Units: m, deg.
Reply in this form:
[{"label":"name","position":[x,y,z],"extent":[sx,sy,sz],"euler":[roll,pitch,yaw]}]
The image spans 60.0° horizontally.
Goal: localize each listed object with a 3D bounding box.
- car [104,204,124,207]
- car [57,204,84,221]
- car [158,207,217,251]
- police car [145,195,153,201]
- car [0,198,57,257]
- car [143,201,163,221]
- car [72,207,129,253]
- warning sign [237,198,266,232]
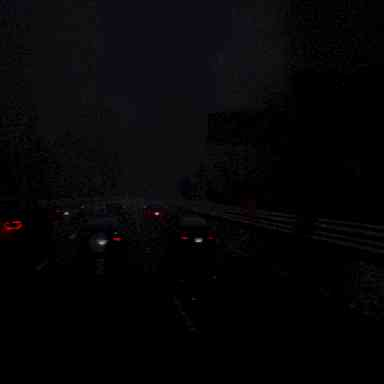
[{"label":"car","position":[-6.670,1.699,28.450],"extent":[1.994,1.385,4.181],"euler":[1,0,-11]},{"label":"car","position":[-10.100,1.649,27.766],"extent":[1.994,1.385,4.181],"euler":[1,0,-11]},{"label":"car","position":[-0.230,1.636,14.709],"extent":[1.812,1.442,4.674],"euler":[1,0,-12]},{"label":"police car","position":[-11.635,2.038,88.807],"extent":[1.930,1.638,5.238],"euler":[1,-1,-7]},{"label":"car","position":[-6.993,1.224,12.871],"extent":[2.150,2.045,5.566],"euler":[1,0,-12]},{"label":"car","position":[-3.238,1.749,29.138],"extent":[1.994,1.385,4.181],"euler":[1,0,-11]},{"label":"car","position":[-3.652,1.586,13.974],"extent":[1.812,1.442,4.674],"euler":[1,0,-12]},{"label":"warning sign","position":[3.434,1.310,19.306],"extent":[1.300,1.860,1.060],"euler":[1,0,-12]}]
